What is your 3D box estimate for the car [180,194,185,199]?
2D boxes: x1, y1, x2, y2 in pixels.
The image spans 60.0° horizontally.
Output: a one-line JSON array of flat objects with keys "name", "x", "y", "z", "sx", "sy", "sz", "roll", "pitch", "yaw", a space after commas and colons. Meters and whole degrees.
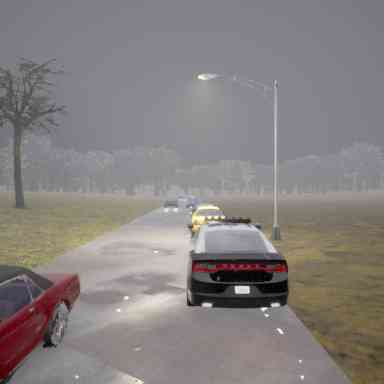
[{"name": "car", "x": -2.546, "y": 1.197, "z": 90.116, "sx": 1.882, "sy": 1.535, "sz": 5.008, "roll": 0, "pitch": 0, "yaw": 0}]

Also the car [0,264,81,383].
[{"name": "car", "x": -2.842, "y": 1.599, "z": 3.517, "sx": 1.895, "sy": 1.301, "sz": 4.718, "roll": 0, "pitch": 0, "yaw": 0}]

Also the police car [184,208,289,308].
[{"name": "police car", "x": 0.843, "y": 1.420, "z": 8.117, "sx": 1.930, "sy": 1.638, "sz": 5.238, "roll": 0, "pitch": 0, "yaw": 0}]

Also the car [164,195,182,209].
[{"name": "car", "x": -2.746, "y": 1.468, "z": 45.059, "sx": 2.033, "sy": 1.411, "sz": 5.357, "roll": 0, "pitch": 0, "yaw": 0}]

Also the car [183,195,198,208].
[{"name": "car", "x": 0.139, "y": 1.466, "z": 45.845, "sx": 2.033, "sy": 1.411, "sz": 5.357, "roll": 0, "pitch": 0, "yaw": 1}]

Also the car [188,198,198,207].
[{"name": "car", "x": 0.879, "y": 1.452, "z": 24.008, "sx": 1.882, "sy": 1.535, "sz": 5.008, "roll": 0, "pitch": 0, "yaw": 0}]

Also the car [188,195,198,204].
[{"name": "car", "x": 0.143, "y": 1.372, "z": 63.165, "sx": 1.812, "sy": 1.442, "sz": 4.674, "roll": 0, "pitch": 0, "yaw": 0}]

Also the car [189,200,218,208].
[{"name": "car", "x": 0.866, "y": 1.438, "z": 18.197, "sx": 1.801, "sy": 1.575, "sz": 5.366, "roll": 0, "pitch": 0, "yaw": 0}]
